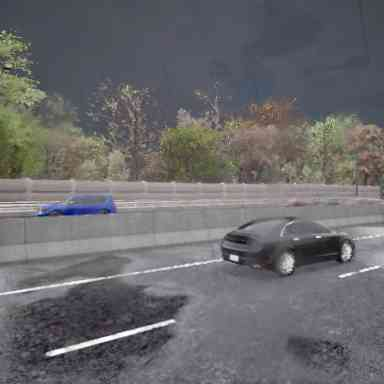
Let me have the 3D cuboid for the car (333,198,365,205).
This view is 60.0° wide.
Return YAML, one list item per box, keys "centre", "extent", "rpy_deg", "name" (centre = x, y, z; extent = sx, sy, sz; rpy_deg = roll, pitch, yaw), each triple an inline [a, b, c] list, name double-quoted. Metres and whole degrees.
- centre: [19.134, 1.502, 39.107]
  extent: [5.008, 1.535, 1.882]
  rpy_deg: [0, 0, -35]
  name: "car"

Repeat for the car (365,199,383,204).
- centre: [21.386, 1.529, 36.415]
  extent: [4.892, 1.490, 1.837]
  rpy_deg: [0, 0, -35]
  name: "car"

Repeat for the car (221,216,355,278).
- centre: [3.098, 1.506, 10.251]
  extent: [4.892, 1.490, 1.837]
  rpy_deg: [0, 0, -35]
  name: "car"

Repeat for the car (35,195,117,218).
- centre: [-8.174, 1.223, 23.954]
  extent: [5.566, 2.045, 2.150]
  rpy_deg: [0, 0, -35]
  name: "car"

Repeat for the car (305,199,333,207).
- centre: [17.105, 1.572, 41.958]
  extent: [5.357, 1.411, 2.033]
  rpy_deg: [0, 0, -35]
  name: "car"

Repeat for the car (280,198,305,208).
- centre: [13.632, 1.548, 43.778]
  extent: [4.674, 1.442, 1.812]
  rpy_deg: [0, 0, -35]
  name: "car"
